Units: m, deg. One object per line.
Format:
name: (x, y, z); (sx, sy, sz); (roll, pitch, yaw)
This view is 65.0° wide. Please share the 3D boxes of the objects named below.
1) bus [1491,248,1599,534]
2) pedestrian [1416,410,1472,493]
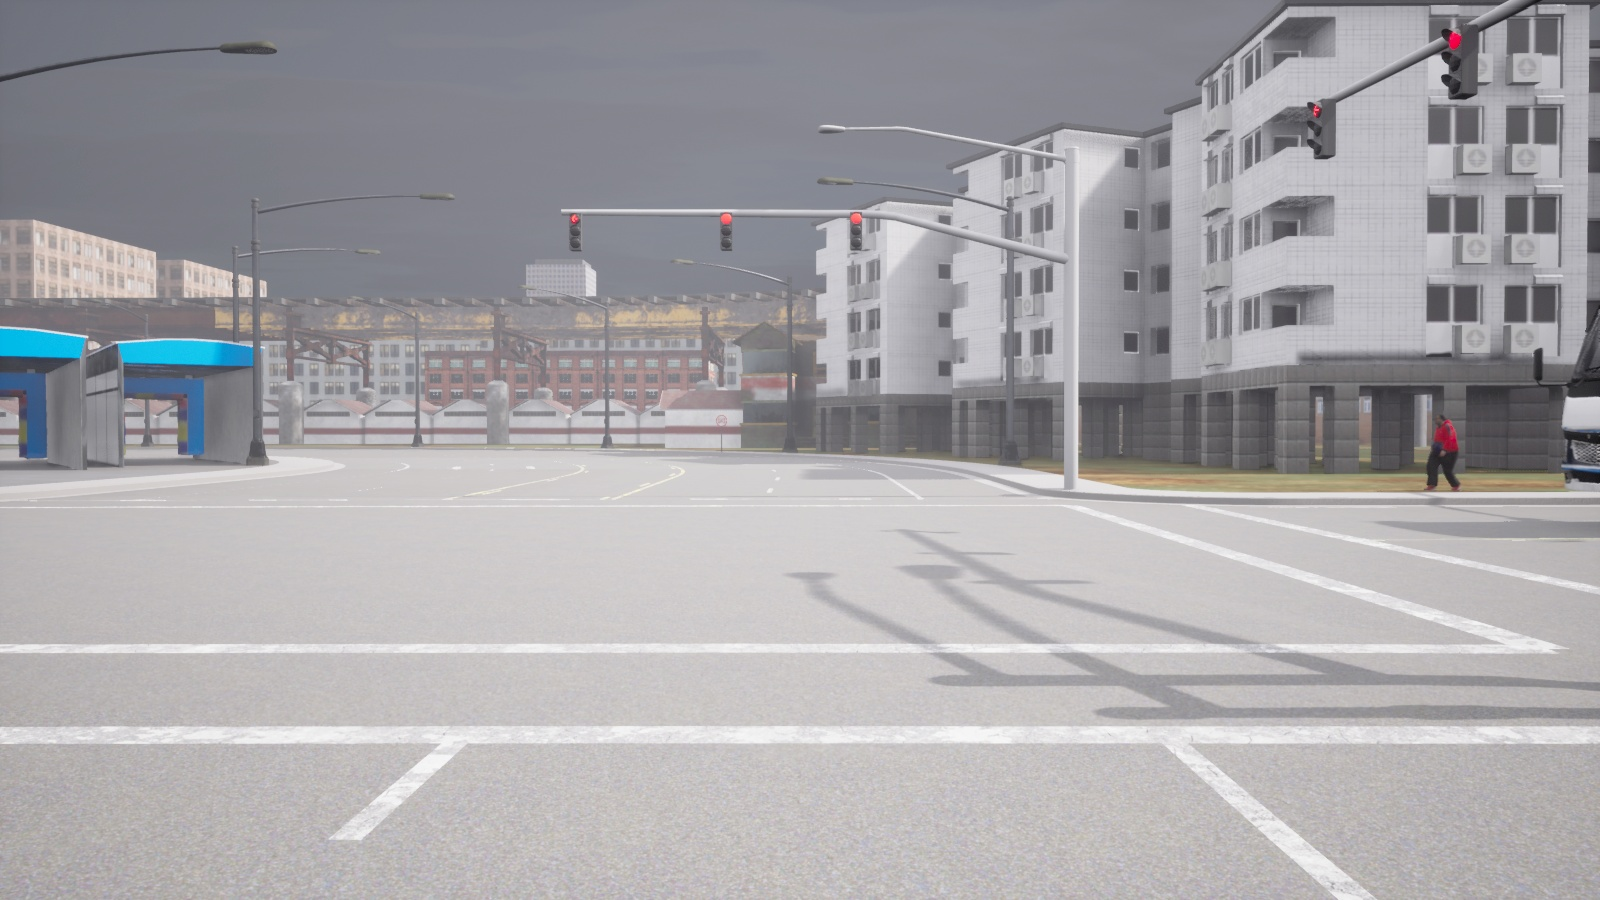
bus: (17.024, -0.860, 19.567); (10.273, 4.253, 3.944); (0, 1, -1)
pedestrian: (14.365, 0.030, 28.016); (0.899, 1.844, 0.634); (0, 1, -3)
